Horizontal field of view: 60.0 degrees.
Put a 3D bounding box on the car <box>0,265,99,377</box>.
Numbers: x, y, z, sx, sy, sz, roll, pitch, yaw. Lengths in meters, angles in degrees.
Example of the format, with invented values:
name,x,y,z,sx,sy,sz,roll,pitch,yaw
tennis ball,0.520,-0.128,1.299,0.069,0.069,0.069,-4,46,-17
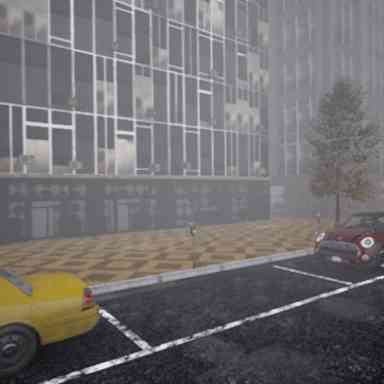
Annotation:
name,x,y,z,sx,sy,sz,roll,pitch,yaw
car,-3.638,1.530,3.974,4.829,1.417,1.752,0,0,-35

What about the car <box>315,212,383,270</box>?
name,x,y,z,sx,sy,sz,roll,pitch,yaw
car,5.757,1.386,10.669,4.097,1.590,1.967,0,0,-35
